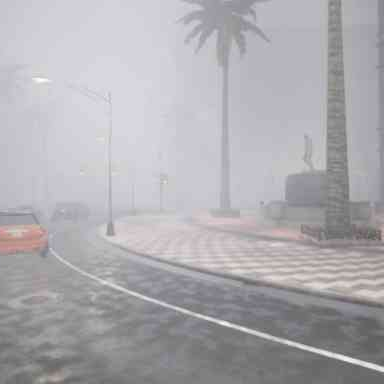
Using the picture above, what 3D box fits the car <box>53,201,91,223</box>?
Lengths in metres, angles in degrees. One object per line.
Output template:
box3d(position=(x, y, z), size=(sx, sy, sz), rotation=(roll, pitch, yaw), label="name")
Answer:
box3d(position=(-10.427, 1.635, 29.035), size=(2.097, 1.767, 4.553), rotation=(0, 0, 0), label="car")

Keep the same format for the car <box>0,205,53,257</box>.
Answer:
box3d(position=(-7.027, 1.497, 13.070), size=(2.097, 1.767, 4.553), rotation=(0, -1, -31), label="car")

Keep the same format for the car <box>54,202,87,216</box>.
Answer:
box3d(position=(-13.811, 1.937, 38.018), size=(1.994, 1.385, 4.181), rotation=(0, 0, 4), label="car")

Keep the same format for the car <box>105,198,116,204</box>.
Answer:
box3d(position=(-21.562, 2.301, 88.286), size=(2.161, 1.482, 4.786), rotation=(0, 0, 2), label="car")

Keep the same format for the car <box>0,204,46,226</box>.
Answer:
box3d(position=(-13.881, 1.802, 27.322), size=(1.837, 1.490, 4.892), rotation=(0, 0, -2), label="car")
